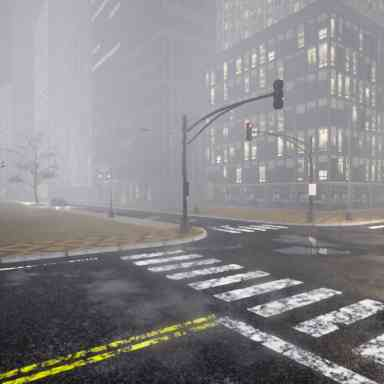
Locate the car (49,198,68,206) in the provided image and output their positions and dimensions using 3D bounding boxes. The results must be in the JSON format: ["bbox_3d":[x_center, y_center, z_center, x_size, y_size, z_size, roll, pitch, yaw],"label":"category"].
[{"bbox_3d":[-21.749,1.606,54.191,1.895,1.301,4.718,0,0,-35],"label":"car"}]
